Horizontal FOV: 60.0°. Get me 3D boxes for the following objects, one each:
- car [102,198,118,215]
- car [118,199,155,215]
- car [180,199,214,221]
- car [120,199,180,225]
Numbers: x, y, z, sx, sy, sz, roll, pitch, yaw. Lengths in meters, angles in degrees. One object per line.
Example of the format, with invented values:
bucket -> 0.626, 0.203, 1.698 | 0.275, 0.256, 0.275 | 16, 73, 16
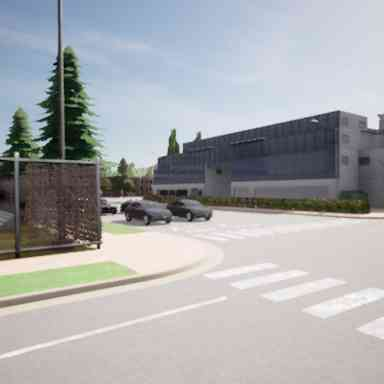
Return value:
car -> -8.618, 1.493, 31.257 | 1.895, 1.301, 4.718 | -1, 0, -35
car -> -5.549, 1.417, 32.981 | 1.994, 1.385, 4.181 | -1, 0, -35
car -> -0.334, 1.359, 25.528 | 1.837, 1.490, 4.892 | -1, 0, -35
car -> -3.124, 1.399, 23.417 | 1.837, 1.490, 4.892 | -1, 0, -35
